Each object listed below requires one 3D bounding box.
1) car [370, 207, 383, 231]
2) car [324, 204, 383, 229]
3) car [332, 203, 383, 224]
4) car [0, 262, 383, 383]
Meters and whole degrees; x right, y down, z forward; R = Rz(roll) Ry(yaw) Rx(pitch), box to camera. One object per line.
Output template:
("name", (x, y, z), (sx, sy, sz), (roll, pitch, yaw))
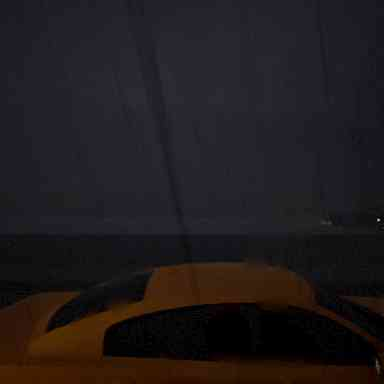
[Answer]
("car", (12.224, 1.600, 17.263), (4.718, 1.301, 1.895), (0, 0, 1))
("car", (10.865, 1.600, 20.783), (4.718, 1.301, 1.895), (0, 0, 1))
("car", (12.714, 1.562, 24.256), (4.181, 1.385, 1.994), (0, 0, 1))
("car", (0.598, 1.477, 3.152), (5.008, 1.535, 1.882), (0, 0, 0))
